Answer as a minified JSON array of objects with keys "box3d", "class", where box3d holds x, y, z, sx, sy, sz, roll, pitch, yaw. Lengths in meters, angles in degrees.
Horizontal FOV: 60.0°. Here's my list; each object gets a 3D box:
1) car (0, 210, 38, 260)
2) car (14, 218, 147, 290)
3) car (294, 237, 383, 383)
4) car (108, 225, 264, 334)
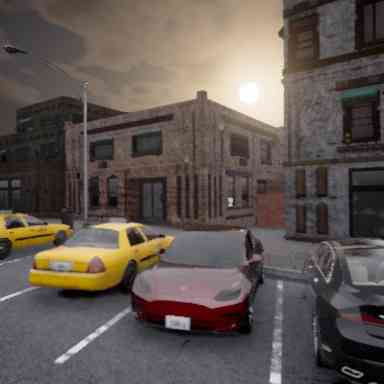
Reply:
[{"box3d":[-6.648,1.450,12.408,1.946,1.575,5.366,0,-1,15],"class":"car"},{"box3d":[-1.877,1.464,9.003,1.946,1.575,5.366,0,-1,16],"class":"car"},{"box3d":[2.846,1.484,5.411,2.231,1.521,4.892,0,-1,16],"class":"car"},{"box3d":[0.449,1.503,7.090,2.163,1.488,4.792,1,-1,16],"class":"car"}]
